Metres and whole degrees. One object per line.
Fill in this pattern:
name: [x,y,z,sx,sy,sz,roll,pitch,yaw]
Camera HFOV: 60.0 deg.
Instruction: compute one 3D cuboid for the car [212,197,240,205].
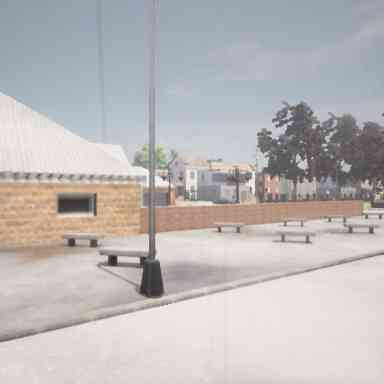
car: [5.487,1.559,53.991,2.033,1.411,5.357,0,0,-36]
